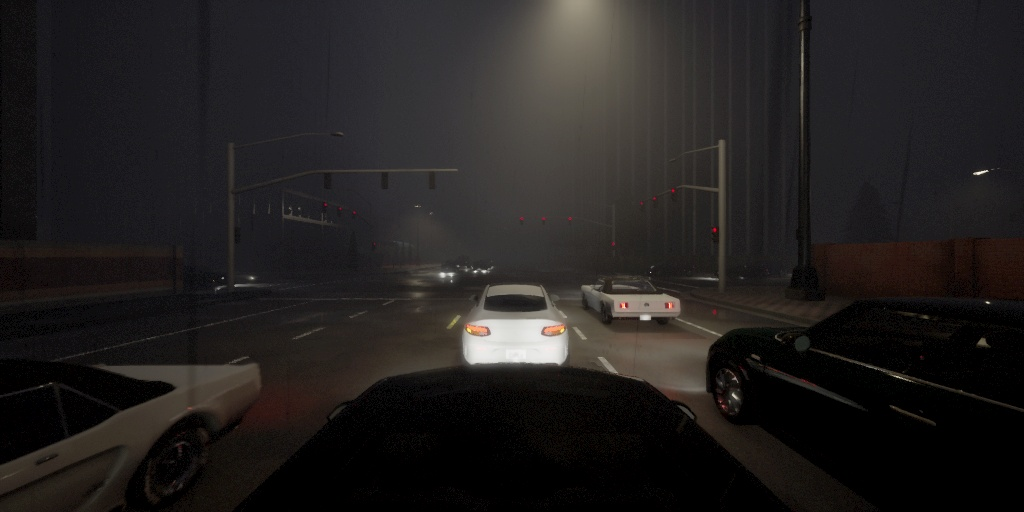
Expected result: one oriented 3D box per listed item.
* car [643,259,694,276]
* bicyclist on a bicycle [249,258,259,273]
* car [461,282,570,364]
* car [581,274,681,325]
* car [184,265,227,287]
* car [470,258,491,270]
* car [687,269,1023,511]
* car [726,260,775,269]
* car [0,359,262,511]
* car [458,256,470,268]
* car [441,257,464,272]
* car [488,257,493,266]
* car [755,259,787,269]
[{"bbox_3d":[15.338,1.102,35.136,4.553,1.767,2.097,0,0,0],"label":"car"},{"bbox_3d":[-28.409,1.051,39.501,0.582,1.620,1.656,0,0,-1],"label":"bicyclist on a bicycle"},{"bbox_3d":[0.059,1.276,7.566,1.812,1.442,4.674,0,0,0],"label":"car"},{"bbox_3d":[3.563,1.351,11.783,1.895,1.301,4.718,0,0,0],"label":"car"},{"bbox_3d":[-21.418,1.314,24.081,4.181,1.385,1.994,0,0,0],"label":"car"},{"bbox_3d":[-4.424,1.314,50.805,1.994,1.385,4.181,0,0,-1],"label":"car"},{"bbox_3d":[3.599,1.102,2.881,2.097,1.767,4.553,0,0,0],"label":"car"},{"bbox_3d":[20.189,1.314,31.681,4.181,1.385,1.994,0,0,-1],"label":"car"},{"bbox_3d":[-3.601,1.351,1.568,1.895,1.301,4.718,0,0,0],"label":"car"},{"bbox_3d":[-8.044,0.972,59.411,2.150,2.045,5.566,0,0,-1],"label":"car"},{"bbox_3d":[-7.892,1.241,46.239,2.128,1.511,4.902,0,0,1],"label":"car"},{"bbox_3d":[-4.547,1.276,59.420,1.812,1.442,4.674,0,0,-1],"label":"car"},{"bbox_3d":[24.230,1.102,35.218,4.553,1.767,2.097,0,0,0],"label":"car"}]
